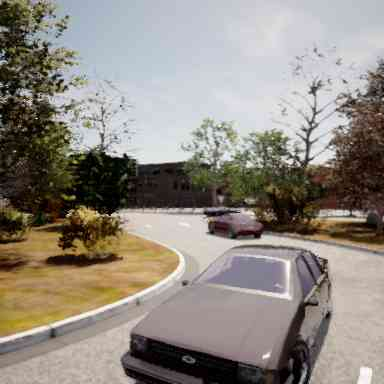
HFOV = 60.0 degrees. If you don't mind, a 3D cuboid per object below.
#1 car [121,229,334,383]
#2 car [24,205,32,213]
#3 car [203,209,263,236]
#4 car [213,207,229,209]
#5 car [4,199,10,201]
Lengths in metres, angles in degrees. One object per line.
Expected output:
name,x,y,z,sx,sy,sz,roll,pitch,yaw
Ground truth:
car,1.218,1.655,5.596,2.033,1.411,5.357,0,-1,29
car,-18.971,1.845,38.526,2.435,2.045,5.566,0,-1,-23
car,2.579,2.006,20.633,1.994,1.385,4.181,1,-1,-23
car,3.825,2.474,40.213,4.718,1.301,1.895,2,-1,-30
car,-27.308,1.999,48.216,2.435,2.045,5.566,0,-1,-23
